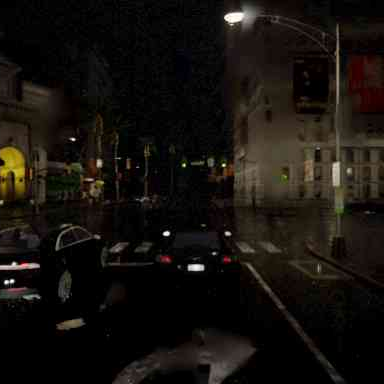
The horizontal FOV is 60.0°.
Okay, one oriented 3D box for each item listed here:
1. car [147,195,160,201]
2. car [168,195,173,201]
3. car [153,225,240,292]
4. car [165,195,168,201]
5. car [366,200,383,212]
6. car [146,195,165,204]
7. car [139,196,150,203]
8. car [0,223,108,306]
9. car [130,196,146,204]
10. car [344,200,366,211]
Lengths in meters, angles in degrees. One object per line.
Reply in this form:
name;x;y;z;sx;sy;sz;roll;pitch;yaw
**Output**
car;-9.658;1.559;83.920;2.128;1.511;4.902;0;0;10
car;-6.157;1.512;83.623;1.882;1.535;5.008;0;0;10
car;0.140;1.567;9.005;1.994;1.385;4.181;0;0;2
car;-7.001;1.554;73.511;1.812;1.442;4.674;0;0;0
car;22.066;1.579;36.611;4.181;1.385;1.994;0;0;0
car;-7.006;1.517;63.464;2.128;1.511;4.902;0;0;0
car;-10.504;1.554;73.714;1.812;1.442;4.674;0;0;0
car;-3.413;1.495;8.004;2.128;1.511;4.902;0;0;0
car;-10.506;1.573;63.735;2.033;1.411;5.357;0;0;0
car;20.623;1.618;40.104;4.718;1.301;1.895;0;0;0
